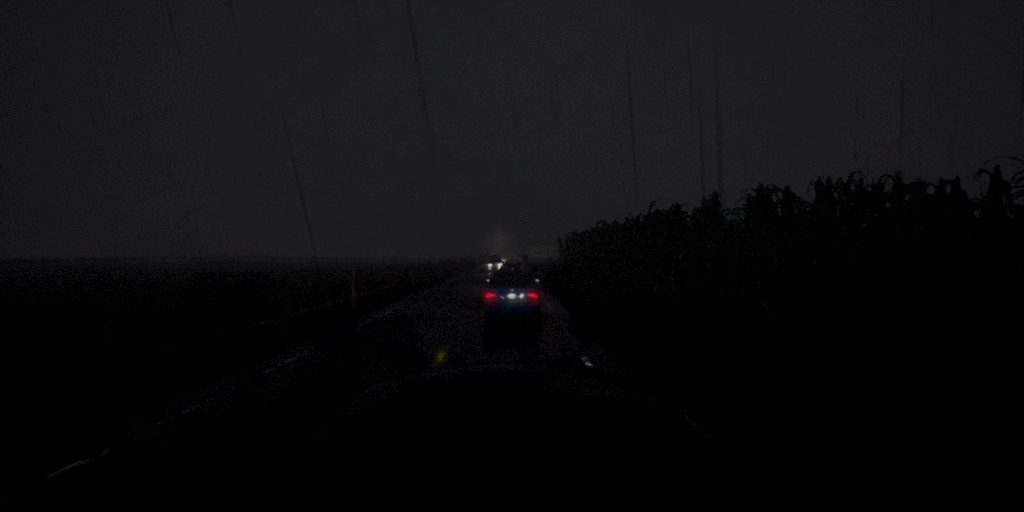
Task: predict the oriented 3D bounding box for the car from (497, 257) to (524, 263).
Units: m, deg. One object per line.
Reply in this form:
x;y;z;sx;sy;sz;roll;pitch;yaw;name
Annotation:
0.047;0.963;30.204;1.994;1.385;4.181;0;1;0;car

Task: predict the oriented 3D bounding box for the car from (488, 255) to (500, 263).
-2.813;0.528;59.285;1.837;1.490;4.892;0;1;0;car

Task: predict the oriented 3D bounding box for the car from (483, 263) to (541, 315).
0.025;1.163;12.764;2.033;1.411;5.357;0;1;1;car
